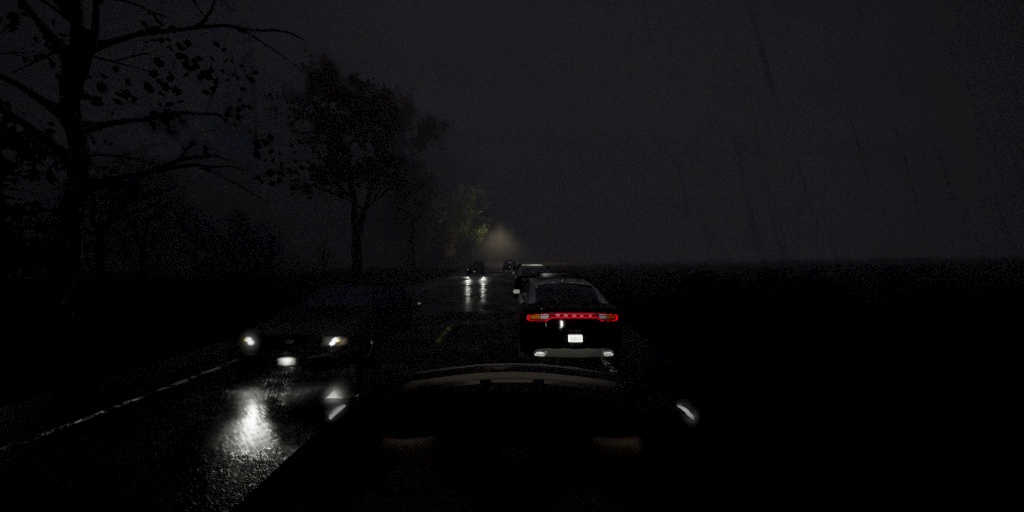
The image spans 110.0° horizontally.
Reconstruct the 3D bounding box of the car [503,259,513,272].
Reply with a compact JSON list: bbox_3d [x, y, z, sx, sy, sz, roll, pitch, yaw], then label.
[{"bbox_3d":[-0.237,1.345,47.185,1.994,1.385,4.181,0,0,0],"label":"car"}]

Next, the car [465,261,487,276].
[{"bbox_3d":[-3.658,1.275,37.227,1.837,1.490,4.892,0,0,-1],"label":"car"}]

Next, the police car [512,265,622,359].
[{"bbox_3d":[1.059,1.176,8.582,1.930,1.638,5.238,0,0,0],"label":"police car"}]

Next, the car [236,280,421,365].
[{"bbox_3d":[-3.593,1.298,8.385,2.033,1.411,5.357,0,0,0],"label":"car"}]

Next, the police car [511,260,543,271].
[{"bbox_3d":[1.037,1.181,18.592,1.930,1.638,5.238,0,0,0],"label":"police car"}]
